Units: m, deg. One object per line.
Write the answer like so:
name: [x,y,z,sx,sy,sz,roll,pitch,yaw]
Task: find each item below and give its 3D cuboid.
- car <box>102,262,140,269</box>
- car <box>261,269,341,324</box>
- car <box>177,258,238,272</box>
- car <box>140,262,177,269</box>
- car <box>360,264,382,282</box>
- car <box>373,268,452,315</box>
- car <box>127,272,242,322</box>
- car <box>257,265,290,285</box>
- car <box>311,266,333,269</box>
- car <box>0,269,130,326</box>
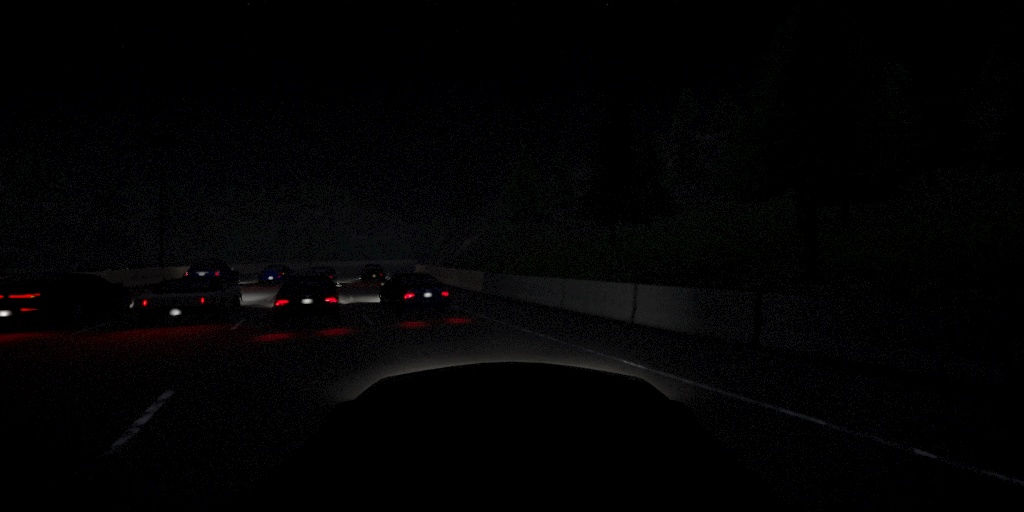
car: [-46.127,1.443,43.472,1.882,1.535,5.008,0,0,-16]
car: [-7.009,1.353,12.442,2.033,1.411,5.357,0,0,-28]
car: [-20.900,1.222,25.145,2.097,1.767,4.553,0,0,-23]
car: [-42.724,1.570,44.203,1.895,1.301,4.718,0,0,-16]
car: [-12.038,1.428,31.134,1.812,1.442,4.674,0,0,-23]
car: [-3.976,1.362,14.187,2.033,1.411,5.357,0,0,-28]
car: [-11.088,1.408,12.701,1.895,1.301,4.718,0,0,-27]
car: [-18.327,1.412,28.041,1.812,1.442,4.674,0,0,-23]
car: [-13.265,1.418,25.044,2.033,1.411,5.357,0,0,-24]
car: [-14.441,1.303,11.579,1.837,1.490,4.892,0,-1,-27]
